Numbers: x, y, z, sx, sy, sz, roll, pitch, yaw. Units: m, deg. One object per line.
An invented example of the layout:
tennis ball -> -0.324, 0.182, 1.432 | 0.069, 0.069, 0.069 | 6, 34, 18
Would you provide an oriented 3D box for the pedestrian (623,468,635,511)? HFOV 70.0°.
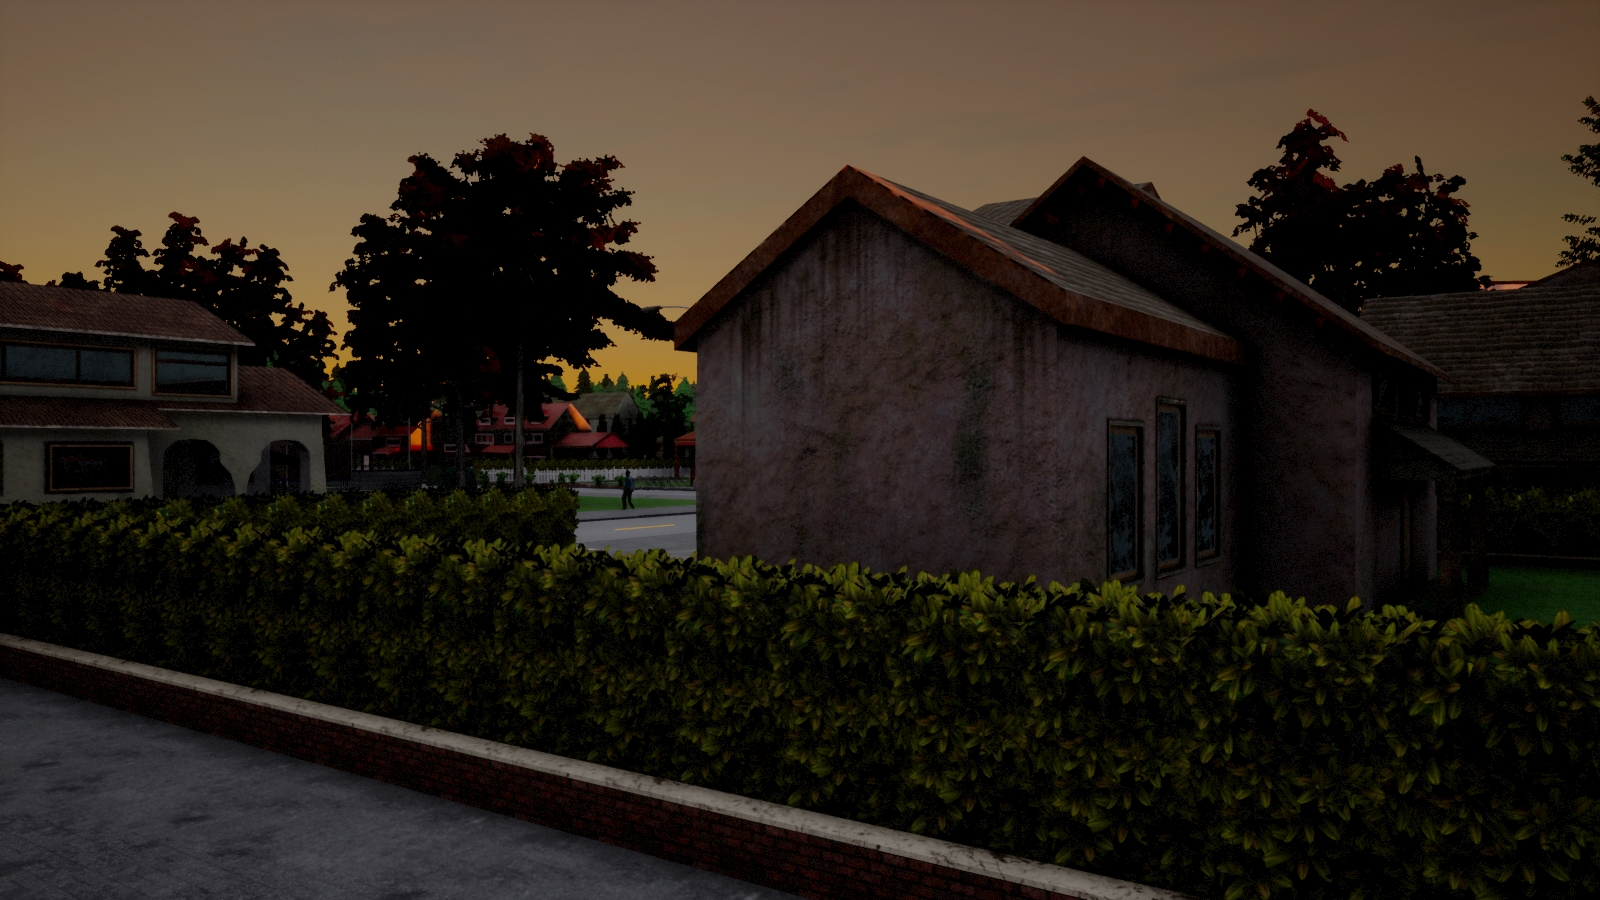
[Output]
pedestrian -> -7.523, 1.733, 50.203 | 0.375, 1.860, 0.375 | 0, 0, 31
